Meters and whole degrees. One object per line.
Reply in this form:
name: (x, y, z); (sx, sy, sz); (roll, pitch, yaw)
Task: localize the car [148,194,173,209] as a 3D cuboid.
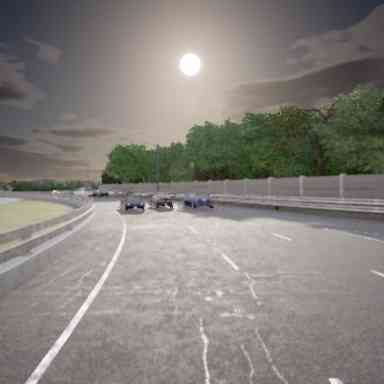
car: (-3.503, 0.990, 36.401); (1.837, 1.490, 4.892); (0, 1, -20)

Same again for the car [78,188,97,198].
car: (-22.201, 0.185, 67.794); (2.150, 2.045, 5.566); (-1, 1, -41)

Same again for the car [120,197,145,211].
car: (-5.958, 1.145, 32.879); (1.895, 1.301, 4.718); (0, 1, -19)

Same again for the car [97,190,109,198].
car: (-19.278, 0.277, 69.798); (2.097, 1.767, 4.553); (-1, 1, -38)

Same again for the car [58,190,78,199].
car: (-24.842, 0.483, 65.503); (1.882, 1.535, 5.008); (-1, 1, -41)

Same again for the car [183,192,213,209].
car: (0.523, 0.833, 35.440); (2.097, 1.767, 4.553); (-1, 1, -19)
